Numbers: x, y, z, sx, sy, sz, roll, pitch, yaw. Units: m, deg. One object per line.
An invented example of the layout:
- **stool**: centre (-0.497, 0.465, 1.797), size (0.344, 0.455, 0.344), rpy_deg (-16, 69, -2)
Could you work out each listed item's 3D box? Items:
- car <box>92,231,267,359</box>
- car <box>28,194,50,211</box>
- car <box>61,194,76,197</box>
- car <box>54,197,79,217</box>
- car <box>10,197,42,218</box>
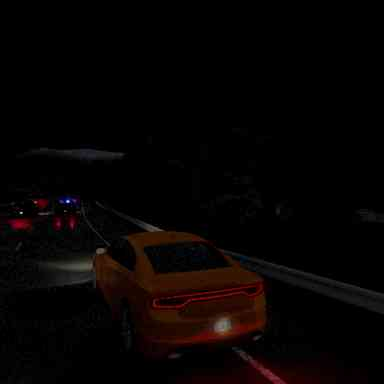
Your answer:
- **car**: centre (-0.658, 1.478, 6.299), size (1.882, 1.535, 5.008), rpy_deg (0, 0, -25)
- **car**: centre (-18.520, 1.221, 40.044), size (2.150, 2.045, 5.566), rpy_deg (0, 0, -19)
- **car**: centre (-15.354, 1.221, 41.436), size (2.150, 2.045, 5.566), rpy_deg (0, 0, -18)
- **car**: centre (-11.933, 1.491, 31.535), size (2.128, 1.511, 4.902), rpy_deg (0, 0, -19)
- **car**: centre (-15.108, 1.505, 30.147), size (1.837, 1.490, 4.892), rpy_deg (0, 0, -19)
